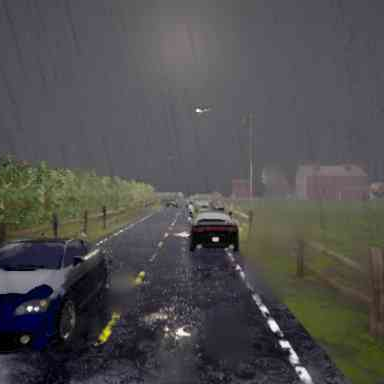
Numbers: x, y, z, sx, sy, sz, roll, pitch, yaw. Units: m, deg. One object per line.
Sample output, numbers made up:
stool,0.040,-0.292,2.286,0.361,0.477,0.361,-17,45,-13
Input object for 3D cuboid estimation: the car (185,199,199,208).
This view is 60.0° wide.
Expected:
car,0.018,1.720,50.302,1.895,1.301,4.718,0,0,0

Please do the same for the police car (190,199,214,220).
police car,0.831,1.486,30.264,1.930,1.638,5.238,0,0,0

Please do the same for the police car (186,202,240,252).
police car,0.828,1.453,14.264,1.930,1.638,5.238,0,0,0

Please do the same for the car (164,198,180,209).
car,-2.823,1.609,47.081,1.837,1.490,4.892,0,0,0

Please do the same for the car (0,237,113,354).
car,-2.849,1.576,6.232,1.994,1.385,4.181,0,0,0

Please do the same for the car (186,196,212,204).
car,0.829,1.399,24.125,2.097,1.767,4.553,0,0,0

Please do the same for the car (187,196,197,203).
car,0.015,1.531,68.943,1.882,1.535,5.008,0,0,0
